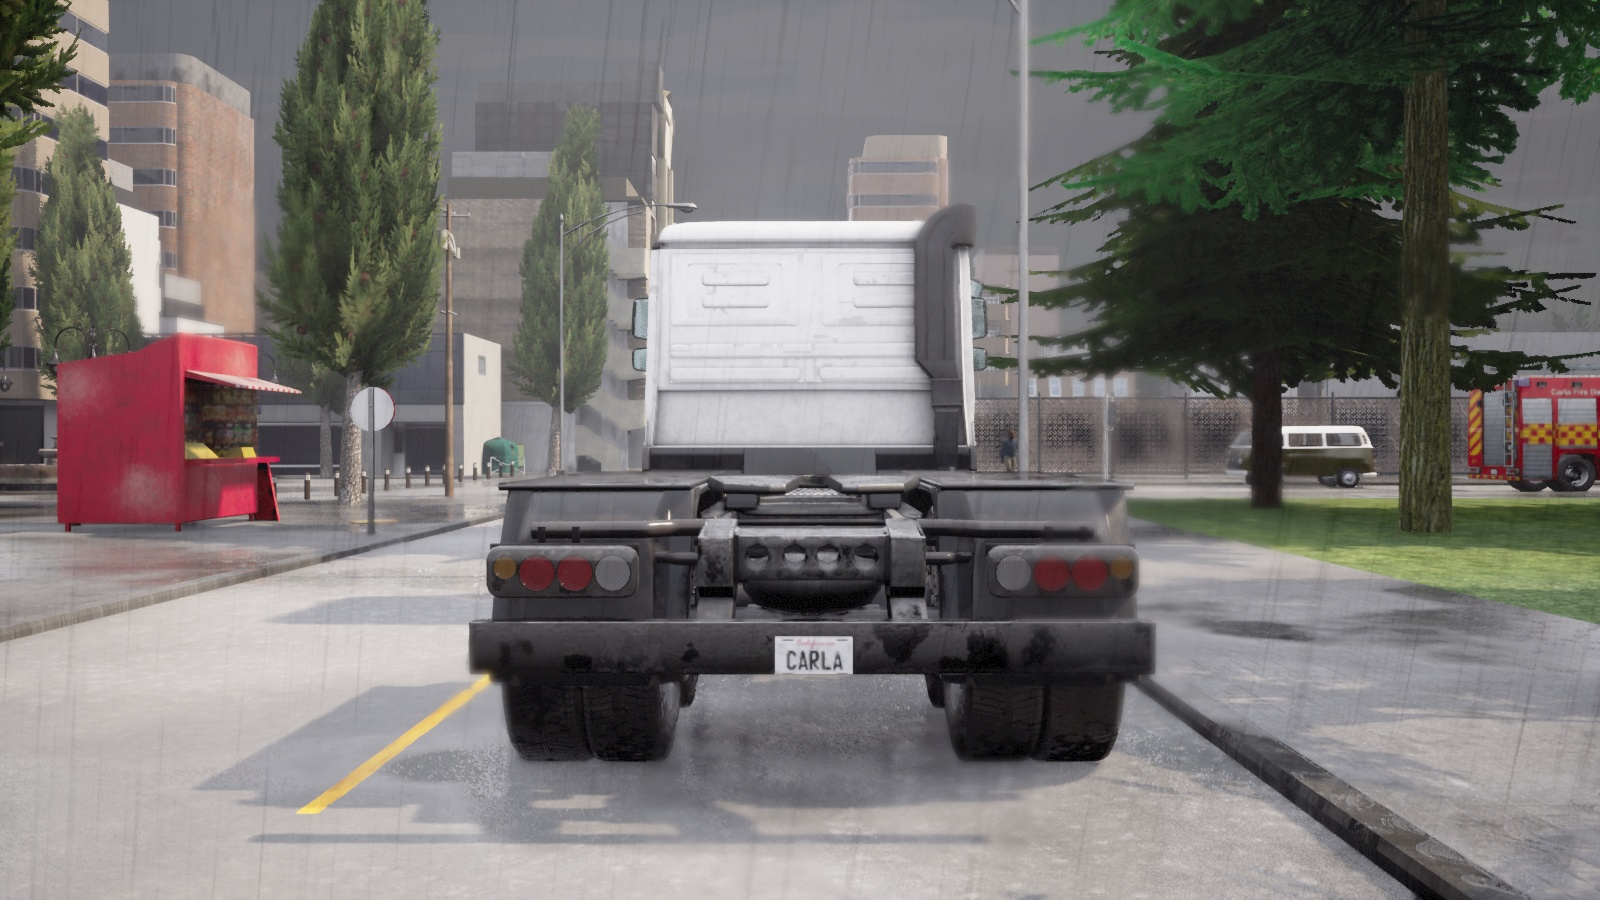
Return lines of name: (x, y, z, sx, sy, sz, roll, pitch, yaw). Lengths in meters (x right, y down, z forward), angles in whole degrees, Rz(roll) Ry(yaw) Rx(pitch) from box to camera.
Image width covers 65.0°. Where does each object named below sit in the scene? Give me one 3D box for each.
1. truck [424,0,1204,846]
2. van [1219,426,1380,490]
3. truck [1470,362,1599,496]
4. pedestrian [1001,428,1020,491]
truck: (0.072, -0.284, 8.629, 2.891, 3.462, 7.936, 0, 0, 0)
van: (16.378, 0.249, 41.375, 4.480, 2.038, 2.069, 0, 0, 0)
truck: (24.945, -0.609, 37.322, 8.468, 3.827, 2.891, 0, 0, 0)
pedestrian: (6.286, 0.278, 37.516, 0.370, 1.835, 0.726, 0, 0, -9)
